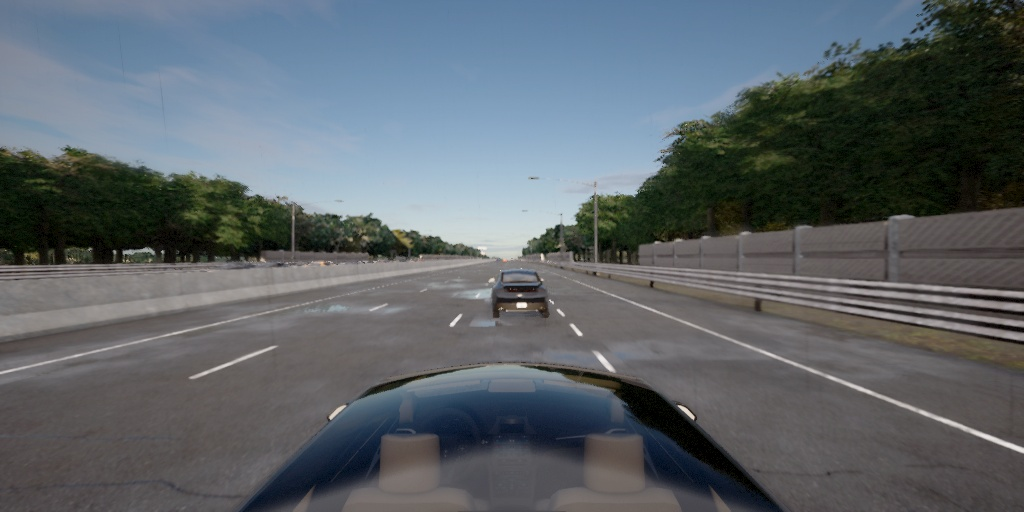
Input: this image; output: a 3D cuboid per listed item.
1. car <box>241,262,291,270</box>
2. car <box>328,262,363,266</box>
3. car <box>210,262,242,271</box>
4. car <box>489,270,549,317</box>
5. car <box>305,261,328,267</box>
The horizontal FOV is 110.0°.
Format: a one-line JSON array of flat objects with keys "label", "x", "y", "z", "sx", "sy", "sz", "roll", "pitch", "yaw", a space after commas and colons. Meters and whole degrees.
[{"label": "car", "x": -24.599, "y": 1.376, "z": 36.536, "sx": 1.837, "sy": 1.490, "sz": 4.892, "roll": 0, "pitch": 0, "yaw": 0}, {"label": "car", "x": -17.592, "y": 1.382, "z": 39.328, "sx": 2.128, "sy": 1.511, "sz": 4.902, "roll": 0, "pitch": 0, "yaw": 0}, {"label": "car", "x": -28.098, "y": 1.363, "z": 36.327, "sx": 2.128, "sy": 1.511, "sz": 4.902, "roll": 0, "pitch": 0, "yaw": 0}, {"label": "car", "x": 0.225, "y": 1.235, "z": 13.254, "sx": 1.837, "sy": 1.490, "sz": 4.892, "roll": 0, "pitch": 0, "yaw": -2}, {"label": "car", "x": -21.092, "y": 1.366, "z": 39.101, "sx": 1.882, "sy": 1.535, "sz": 5.008, "roll": 0, "pitch": 0, "yaw": 0}]
